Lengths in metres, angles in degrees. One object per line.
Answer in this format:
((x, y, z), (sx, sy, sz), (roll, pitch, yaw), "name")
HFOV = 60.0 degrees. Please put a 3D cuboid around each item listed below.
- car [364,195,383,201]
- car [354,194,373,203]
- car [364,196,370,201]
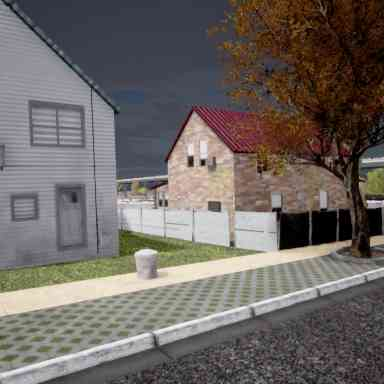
((31.875, 1.493, 56.926), (2.150, 2.045, 5.566), (-2, 0, 1), "car")
((38.571, 1.440, 74.914), (2.097, 1.767, 4.553), (-2, 0, 0), "car")
((28.648, 1.871, 58.477), (1.882, 1.535, 5.008), (-2, -1, 1), "car")
